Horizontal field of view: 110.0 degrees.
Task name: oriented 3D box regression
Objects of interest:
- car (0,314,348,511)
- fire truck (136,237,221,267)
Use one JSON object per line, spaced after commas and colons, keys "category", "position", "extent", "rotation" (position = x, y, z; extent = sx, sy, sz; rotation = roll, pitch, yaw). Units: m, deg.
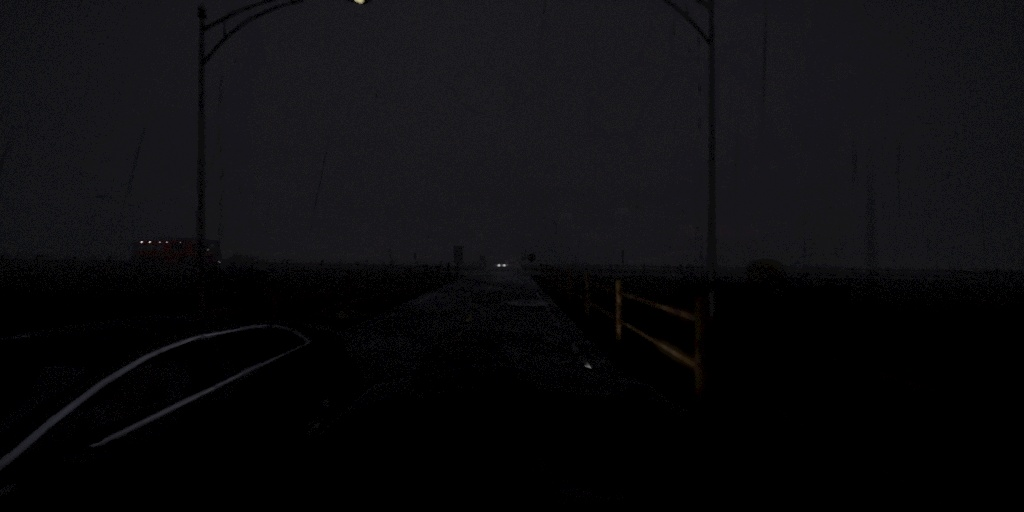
{"category": "car", "position": [-2.852, 1.243, 2.300], "extent": [2.128, 1.511, 4.902], "rotation": [0, 0, 0]}
{"category": "fire truck", "position": [-42.061, -0.416, 45.421], "extent": [8.468, 3.827, 2.891], "rotation": [1, -1, 0]}
